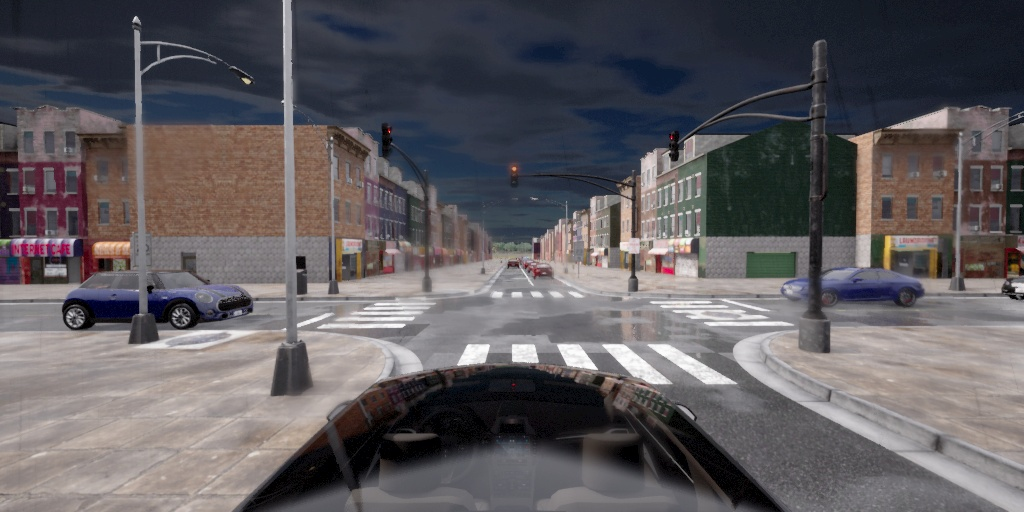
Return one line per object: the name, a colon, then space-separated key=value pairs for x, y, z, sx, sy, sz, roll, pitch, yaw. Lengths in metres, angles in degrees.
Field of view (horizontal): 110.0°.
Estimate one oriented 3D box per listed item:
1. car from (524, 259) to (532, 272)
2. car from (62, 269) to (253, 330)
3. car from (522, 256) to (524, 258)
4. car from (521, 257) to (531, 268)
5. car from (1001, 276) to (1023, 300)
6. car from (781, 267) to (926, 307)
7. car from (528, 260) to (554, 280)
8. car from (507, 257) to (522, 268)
car: x=2.719 y=1.325 z=42.720 sx=1.802 sy=1.307 sz=4.207 roll=0 pitch=0 yaw=0
car: x=-10.791 y=1.202 z=11.184 sx=4.553 sy=1.767 sz=2.097 roll=0 pitch=1 yaw=0
car: x=2.753 y=1.182 z=59.318 sx=1.967 sy=1.591 sz=4.097 roll=0 pitch=0 yaw=0
car: x=2.741 y=1.288 z=53.785 sx=1.888 sy=1.381 sz=4.507 roll=0 pitch=0 yaw=0
car: x=22.460 y=1.086 z=14.060 sx=4.902 sy=1.511 sz=2.128 roll=0 pitch=1 yaw=0
car: x=13.299 y=1.159 z=14.104 sx=4.674 sy=1.442 sz=1.812 roll=0 pitch=1 yaw=1
car: x=2.697 y=1.289 z=31.655 sx=1.888 sy=1.381 sz=4.507 roll=0 pitch=0 yaw=0
car: x=0.216 y=1.220 z=59.284 sx=1.882 sy=1.535 sz=5.008 roll=0 pitch=0 yaw=0
